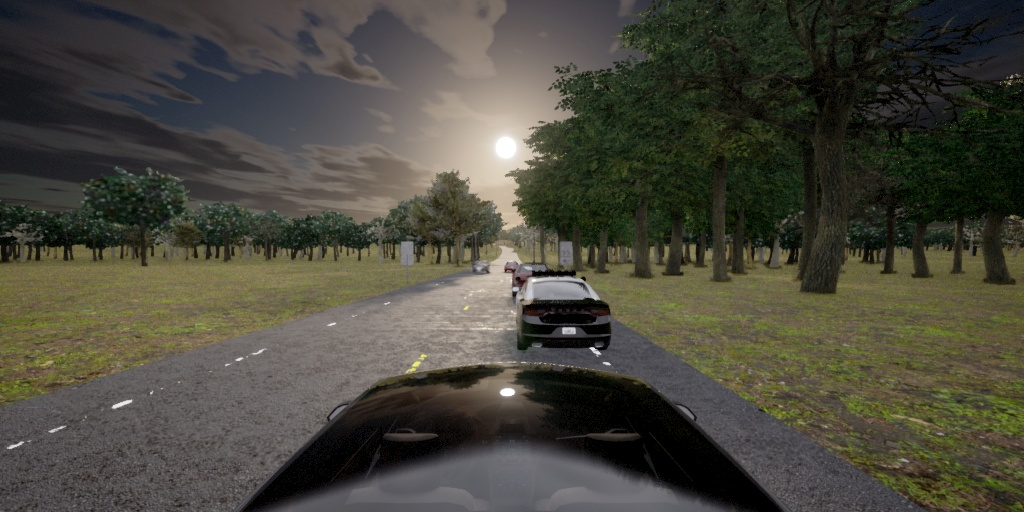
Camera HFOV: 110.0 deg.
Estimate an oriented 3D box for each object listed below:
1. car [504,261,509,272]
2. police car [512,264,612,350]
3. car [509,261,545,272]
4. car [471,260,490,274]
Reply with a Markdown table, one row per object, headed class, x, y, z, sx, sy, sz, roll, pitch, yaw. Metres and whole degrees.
| class | x | y | z | sx | sy | sz | roll | pitch | yaw |
| --- | --- | --- | --- | --- | --- | --- | --- | --- | --- |
| car | 0.019 | 1.370 | 46.848 | 1.994 | 1.385 | 4.181 | 0 | 0 | 0 |
| police car | 1.047 | 1.173 | 9.175 | 1.930 | 1.638 | 5.238 | 0 | 0 | 0 |
| car | 1.044 | 1.102 | 19.040 | 2.097 | 1.767 | 4.553 | 0 | 0 | 0 |
| car | -3.605 | 1.279 | 41.944 | 2.128 | 1.511 | 4.902 | 0 | 0 | 0 |
